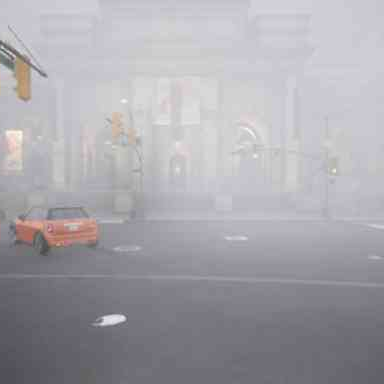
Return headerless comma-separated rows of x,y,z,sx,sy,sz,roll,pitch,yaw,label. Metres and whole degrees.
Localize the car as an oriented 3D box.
-5.636,1.283,13.312,2.097,1.767,4.553,-1,1,-43,car
